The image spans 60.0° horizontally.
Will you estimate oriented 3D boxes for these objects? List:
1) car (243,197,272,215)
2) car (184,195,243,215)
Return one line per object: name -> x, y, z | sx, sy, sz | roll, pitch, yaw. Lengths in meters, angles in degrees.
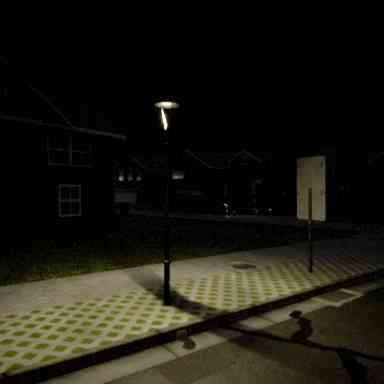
car -> 4.799, 1.243, 30.207 | 4.892, 1.490, 1.837 | 1, 1, 35
car -> 1.630, 1.076, 28.834 | 4.553, 1.767, 2.097 | 1, 1, 34
